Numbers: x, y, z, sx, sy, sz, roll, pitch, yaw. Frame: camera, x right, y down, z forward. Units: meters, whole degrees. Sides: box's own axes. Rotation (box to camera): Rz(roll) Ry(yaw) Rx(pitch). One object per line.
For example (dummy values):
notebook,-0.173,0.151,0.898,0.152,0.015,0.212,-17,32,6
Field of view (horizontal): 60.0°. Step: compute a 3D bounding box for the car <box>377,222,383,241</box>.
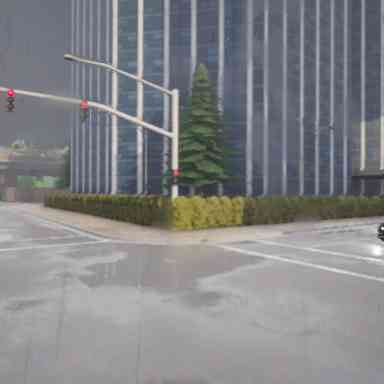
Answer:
car,10.798,1.590,15.979,4.892,1.490,1.837,0,0,-35
